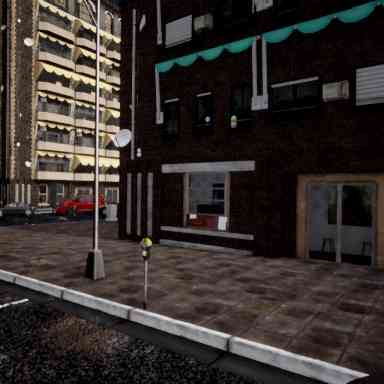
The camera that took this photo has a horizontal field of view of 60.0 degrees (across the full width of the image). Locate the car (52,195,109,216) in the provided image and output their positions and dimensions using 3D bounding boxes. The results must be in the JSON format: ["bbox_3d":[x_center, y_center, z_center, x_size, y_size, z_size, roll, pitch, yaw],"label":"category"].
[{"bbox_3d":[-11.882,1.389,35.291,2.150,2.045,5.566,1,0,37],"label":"car"}]

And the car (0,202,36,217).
[{"bbox_3d":[-17.449,1.624,32.133,2.008,1.369,4.403,1,0,36],"label":"car"}]

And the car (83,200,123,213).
[{"bbox_3d":[-10.880,1.710,41.039,1.887,1.381,4.507,1,0,36],"label":"car"}]

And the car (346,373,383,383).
[{"bbox_3d":[2.671,1.551,1.109,4.403,1.369,2.008,0,1,36],"label":"car"}]

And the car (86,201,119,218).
[{"bbox_3d":[-7.426,1.824,31.605,1.947,1.339,4.313,1,0,36],"label":"car"}]
